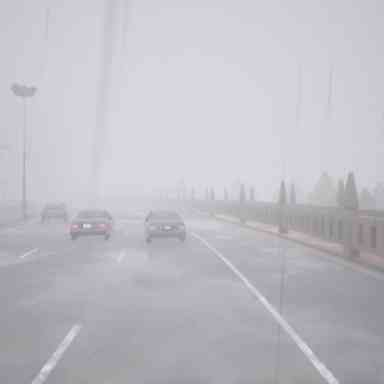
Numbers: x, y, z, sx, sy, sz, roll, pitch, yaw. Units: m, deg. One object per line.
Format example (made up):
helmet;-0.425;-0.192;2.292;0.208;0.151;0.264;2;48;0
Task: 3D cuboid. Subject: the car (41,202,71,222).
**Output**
car;-11.126;1.595;27.366;2.128;1.511;4.902;0;0;-16

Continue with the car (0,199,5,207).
car;-31.117;1.785;53.018;2.033;1.411;5.357;0;0;-34

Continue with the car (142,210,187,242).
car;-1.462;1.589;16.738;2.033;1.411;5.357;0;0;-10

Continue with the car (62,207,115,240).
car;-5.150;1.606;17.575;2.033;1.411;5.357;0;0;-10
